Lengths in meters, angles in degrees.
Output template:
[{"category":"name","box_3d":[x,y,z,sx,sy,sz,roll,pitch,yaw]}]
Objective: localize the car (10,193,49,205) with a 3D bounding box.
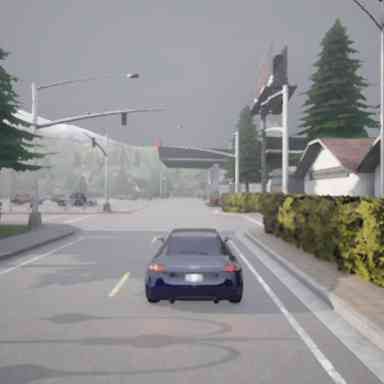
[{"category":"car","box_3d":[-24.671,1.071,50.006,4.605,1.855,1.932,0,0,-1]}]

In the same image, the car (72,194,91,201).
[{"category":"car","box_3d":[-24.055,1.281,72.460,3.633,1.501,1.845,0,0,-1]}]

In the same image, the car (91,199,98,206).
[{"category":"car","box_3d":[-16.192,1.335,50.096,3.806,1.475,1.970,0,0,-1]}]

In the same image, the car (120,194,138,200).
[{"category":"car","box_3d":[-16.525,1.293,87.489,4.514,1.523,2.007,0,0,-1]}]

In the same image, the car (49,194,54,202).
[{"category":"car","box_3d":[-24.036,1.265,62.467,4.514,1.523,2.007,0,0,-1]}]

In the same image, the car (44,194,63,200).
[{"category":"car","box_3d":[-35.120,1.340,84.385,3.806,1.475,1.970,0,0,-1]}]

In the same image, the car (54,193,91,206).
[{"category":"car","box_3d":[-16.783,1.052,46.767,3.866,1.878,1.905,0,0,-1]}]

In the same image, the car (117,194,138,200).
[{"category":"car","box_3d":[-16.453,1.286,84.352,5.027,1.636,2.152,0,0,-1]}]

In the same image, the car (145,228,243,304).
[{"category":"car","box_3d":[0.057,1.560,8.187,1.994,1.385,4.181,0,0,1]}]
